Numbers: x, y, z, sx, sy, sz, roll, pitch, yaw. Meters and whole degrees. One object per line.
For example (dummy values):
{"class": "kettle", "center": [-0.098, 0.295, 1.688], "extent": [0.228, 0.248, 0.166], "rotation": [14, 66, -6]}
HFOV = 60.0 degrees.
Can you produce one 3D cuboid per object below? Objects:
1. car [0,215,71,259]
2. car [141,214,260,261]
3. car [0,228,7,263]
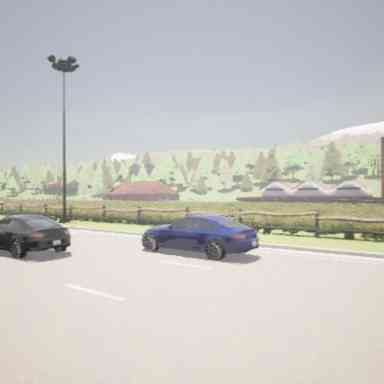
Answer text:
{"class": "car", "center": [-6.601, 1.609, 12.946], "extent": [4.674, 1.442, 1.812], "rotation": [0, 0, 35]}
{"class": "car", "center": [0.203, 1.569, 12.425], "extent": [4.674, 1.442, 1.812], "rotation": [0, 0, 35]}
{"class": "car", "center": [-7.327, 1.674, 9.173], "extent": [4.718, 1.301, 1.895], "rotation": [0, 0, 35]}
